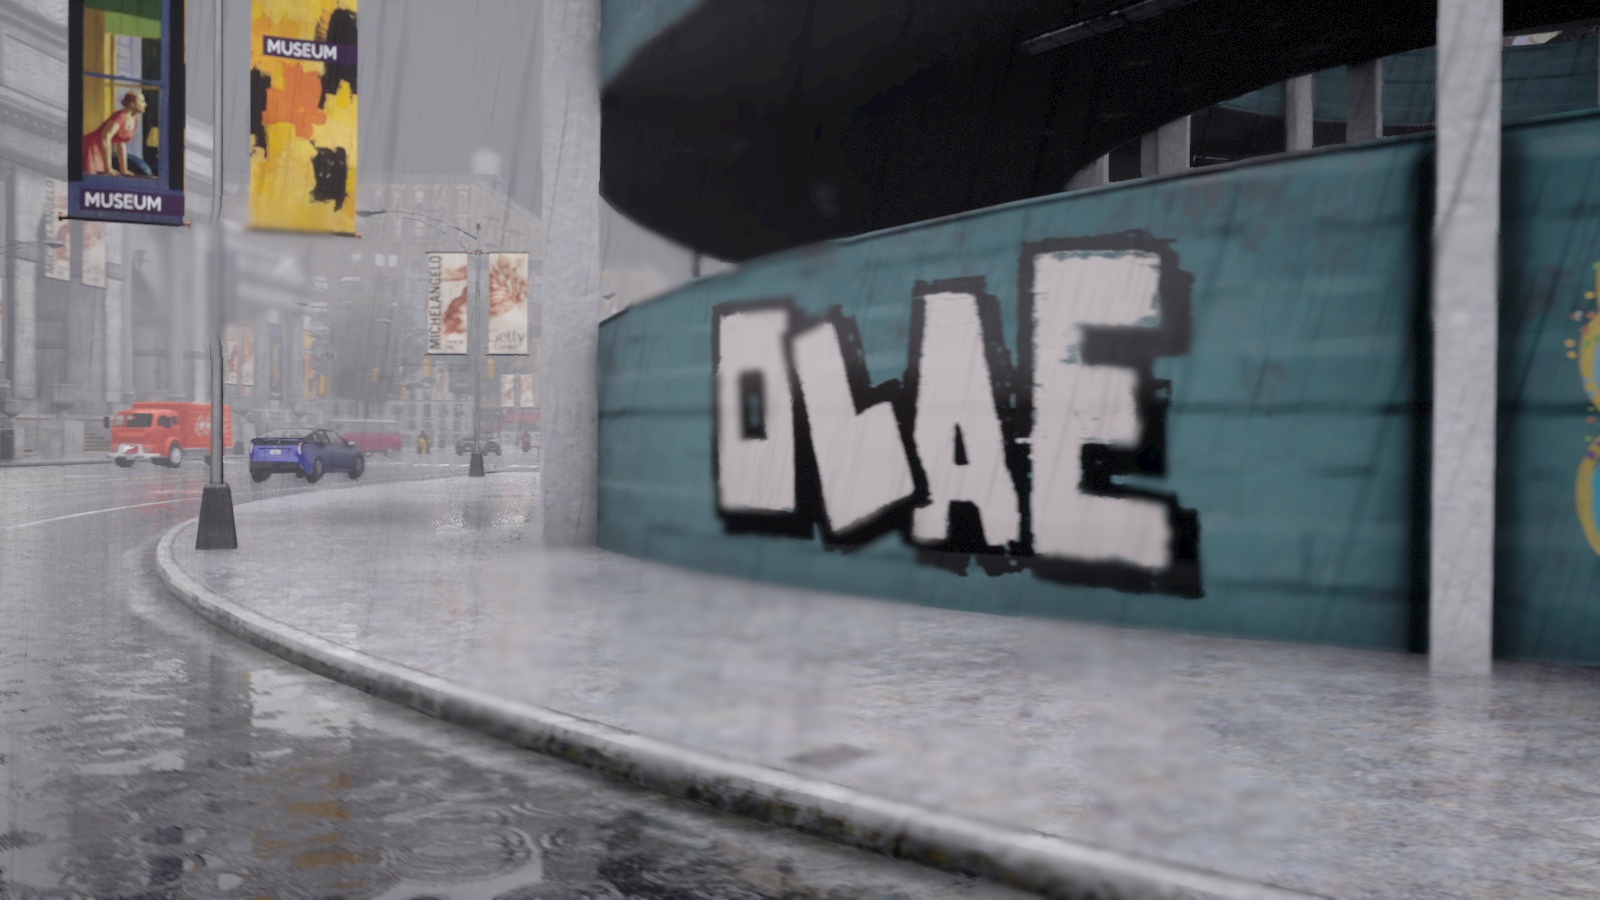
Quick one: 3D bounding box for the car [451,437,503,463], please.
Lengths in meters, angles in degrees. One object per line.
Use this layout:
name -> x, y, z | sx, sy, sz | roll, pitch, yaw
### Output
car -> -19.274, -0.036, 75.045 | 1.816, 1.474, 4.193 | 0, 1, 3

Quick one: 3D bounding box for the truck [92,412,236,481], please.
truck -> -24.078, -0.155, 47.835 | 2.627, 2.467, 5.204 | 0, 1, 3

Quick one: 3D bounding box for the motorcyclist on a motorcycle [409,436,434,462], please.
motorcyclist on a motorcycle -> -22.754, -0.045, 75.561 | 0.797, 1.523, 2.044 | 0, 1, 3

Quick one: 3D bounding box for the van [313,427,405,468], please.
van -> -22.114, -0.123, 63.168 | 1.775, 1.987, 4.442 | 0, 1, 23

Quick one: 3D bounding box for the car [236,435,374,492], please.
car -> -14.100, 0.343, 36.072 | 2.007, 1.525, 4.514 | 0, 1, 2
